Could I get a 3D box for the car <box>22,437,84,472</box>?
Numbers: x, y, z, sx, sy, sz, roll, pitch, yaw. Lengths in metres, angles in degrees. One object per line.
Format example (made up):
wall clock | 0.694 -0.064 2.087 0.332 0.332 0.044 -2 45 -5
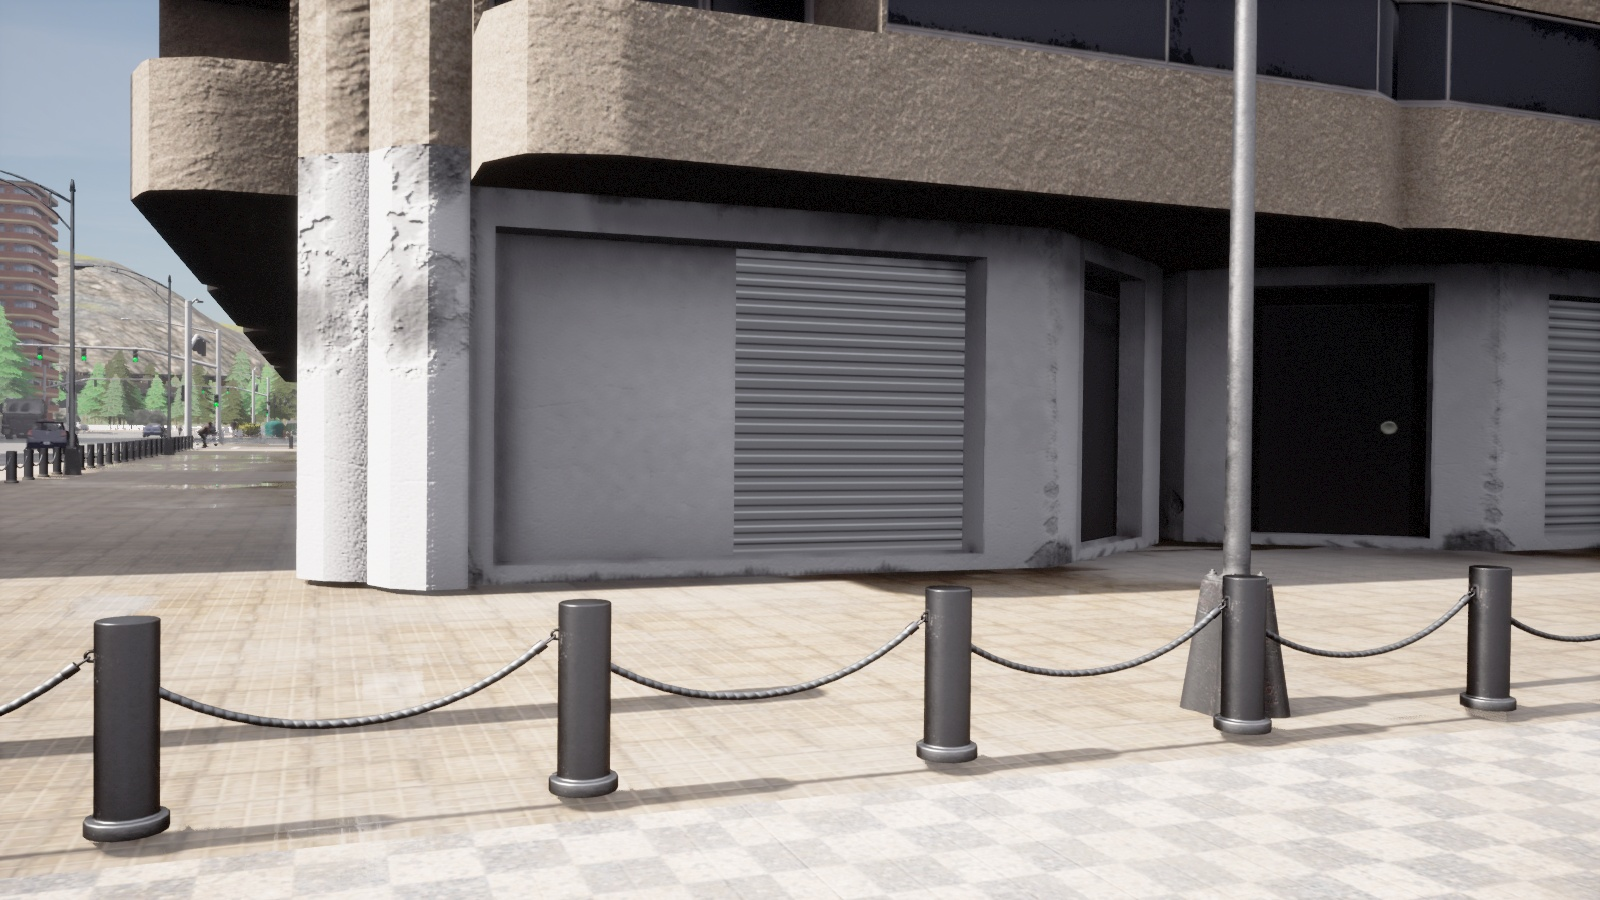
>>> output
car | -34.305 0.187 57.772 1.845 1.501 3.633 -1 1 -21
